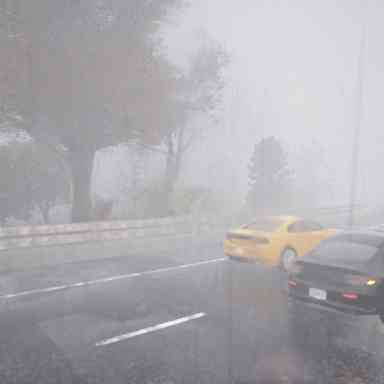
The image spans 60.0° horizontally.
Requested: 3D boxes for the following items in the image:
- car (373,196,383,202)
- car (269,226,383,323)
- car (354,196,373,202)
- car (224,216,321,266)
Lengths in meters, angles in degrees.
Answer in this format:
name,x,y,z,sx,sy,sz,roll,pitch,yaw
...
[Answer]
name,x,y,z,sx,sy,sz,roll,pitch,yaw
car,43.052,1.593,76.996,1.812,1.442,4.674,0,0,5
car,3.892,1.551,7.082,4.674,1.442,1.812,0,0,-40
car,39.591,1.681,77.522,1.895,1.301,4.718,0,0,5
car,3.253,1.528,11.101,5.008,1.535,1.882,0,0,-40
